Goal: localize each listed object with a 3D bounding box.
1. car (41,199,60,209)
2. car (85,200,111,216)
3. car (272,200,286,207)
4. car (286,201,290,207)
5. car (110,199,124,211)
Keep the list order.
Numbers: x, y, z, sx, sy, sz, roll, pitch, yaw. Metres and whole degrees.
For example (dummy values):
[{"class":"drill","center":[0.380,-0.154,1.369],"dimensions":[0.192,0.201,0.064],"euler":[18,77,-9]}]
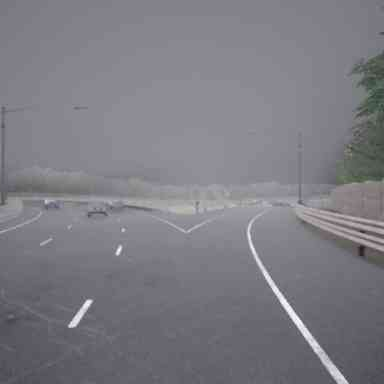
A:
[{"class":"car","center":[-20.923,1.774,49.115],"dimensions":[1.812,1.442,4.674],"euler":[0,0,-30]},{"class":"car","center":[-9.925,1.709,34.188],"dimensions":[2.033,1.411,5.357],"euler":[0,0,-21]},{"class":"car","center":[17.786,2.352,68.895],"dimensions":[1.812,1.442,4.674],"euler":[0,-2,23]},{"class":"car","center":[21.787,2.742,77.988],"dimensions":[2.128,1.511,4.902],"euler":[0,-3,25]},{"class":"car","center":[-10.179,1.691,43.537],"dimensions":[2.128,1.511,4.902],"euler":[0,0,-25]}]
